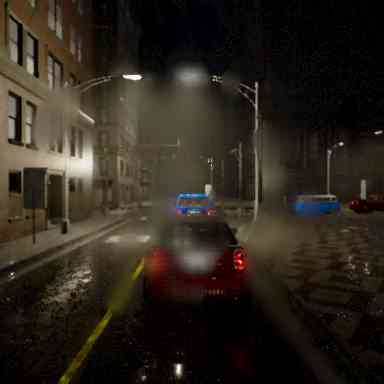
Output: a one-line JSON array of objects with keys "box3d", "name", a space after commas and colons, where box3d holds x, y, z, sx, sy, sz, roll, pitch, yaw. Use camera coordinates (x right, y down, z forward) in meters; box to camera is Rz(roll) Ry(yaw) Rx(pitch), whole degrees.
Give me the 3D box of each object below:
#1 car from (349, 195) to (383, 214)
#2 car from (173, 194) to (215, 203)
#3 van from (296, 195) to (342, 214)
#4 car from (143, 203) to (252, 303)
[{"box3d": [17.370, 1.183, 31.109, 5.009, 1.841, 2.192, 0, 0, -1], "name": "car"}, {"box3d": [0.103, 1.126, 18.125, 2.150, 2.045, 5.566, 0, 0, 0], "name": "car"}, {"box3d": [11.730, 1.211, 31.024, 3.998, 1.788, 1.690, 0, 0, -1], "name": "van"}, {"box3d": [0.103, 1.309, 8.269, 2.097, 1.767, 4.553, 0, 0, 0], "name": "car"}]
